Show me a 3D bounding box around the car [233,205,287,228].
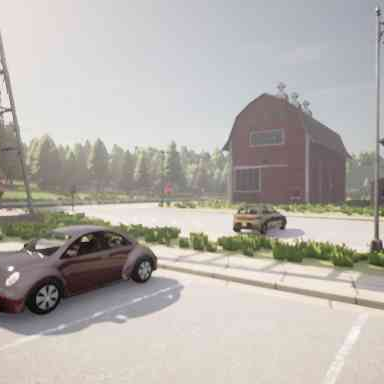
[{"bbox_3d":[3.857,1.458,18.624,1.816,1.474,4.193,0,0,36],"label":"car"}]

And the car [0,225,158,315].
[{"bbox_3d":[-2.612,1.480,7.440,1.784,1.438,3.905,0,0,36],"label":"car"}]
